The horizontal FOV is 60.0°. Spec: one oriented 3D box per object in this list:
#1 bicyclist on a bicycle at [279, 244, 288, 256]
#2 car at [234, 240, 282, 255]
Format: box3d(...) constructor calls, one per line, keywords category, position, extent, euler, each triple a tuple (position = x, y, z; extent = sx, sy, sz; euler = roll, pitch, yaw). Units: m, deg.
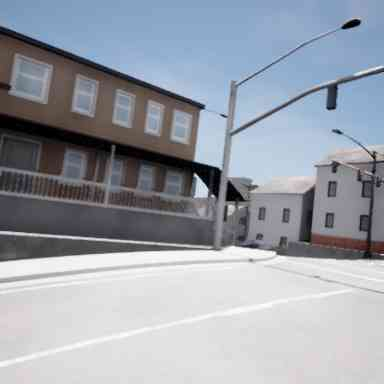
box3d(category="bicyclist on a bicycle", position=(10.517, 6.810, 38.412), extent=(1.656, 1.620, 0.582), euler=(10, -13, -34))
box3d(category="car", position=(5.268, 4.626, 27.138), extent=(1.994, 1.385, 4.181), euler=(10, -14, -35))
